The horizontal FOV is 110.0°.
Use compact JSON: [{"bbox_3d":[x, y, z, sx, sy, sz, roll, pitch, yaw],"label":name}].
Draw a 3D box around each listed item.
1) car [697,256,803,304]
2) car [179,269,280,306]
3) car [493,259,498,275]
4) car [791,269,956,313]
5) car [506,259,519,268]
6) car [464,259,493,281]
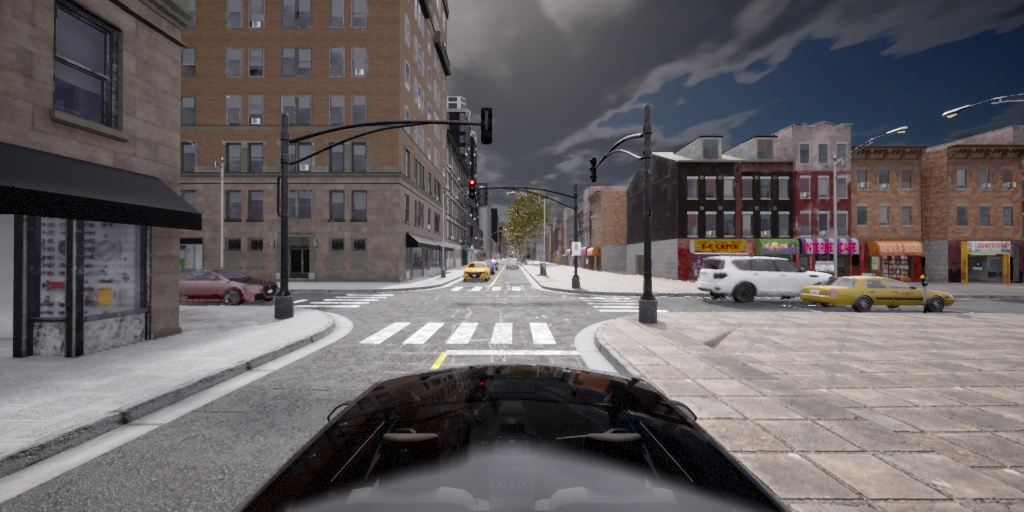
[{"bbox_3d":[11.443,1.043,16.279,5.566,2.045,2.150,0,0,0],"label":"car"},{"bbox_3d":[-11.800,1.247,14.532,4.181,1.385,1.994,0,0,0],"label":"car"},{"bbox_3d":[-2.860,1.209,39.205,1.882,1.535,5.008,0,0,0],"label":"car"},{"bbox_3d":[13.881,1.346,13.711,4.829,1.417,1.751,0,0,0],"label":"car"},{"bbox_3d":[0.096,1.252,58.982,1.812,1.442,4.674,0,0,0],"label":"car"},{"bbox_3d":[-2.849,1.214,29.800,1.882,1.535,5.008,0,0,0],"label":"car"}]
